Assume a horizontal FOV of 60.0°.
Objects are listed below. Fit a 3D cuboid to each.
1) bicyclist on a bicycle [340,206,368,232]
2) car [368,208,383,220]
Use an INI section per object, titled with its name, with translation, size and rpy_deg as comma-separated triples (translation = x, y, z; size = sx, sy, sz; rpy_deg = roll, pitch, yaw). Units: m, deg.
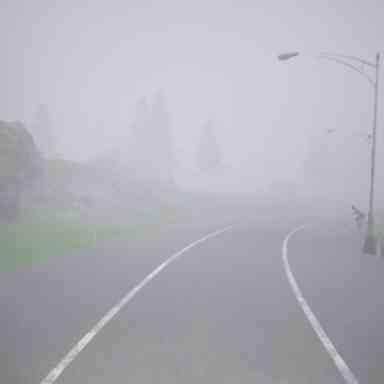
[bicyclist on a bicycle]
translation = 10.162, 1.681, 20.744
size = 1.656, 1.620, 0.582
rpy_deg = 3, 0, 27
[car]
translation = 25.089, 2.880, 43.668
size = 4.181, 1.385, 1.994
rpy_deg = 5, 0, -31
